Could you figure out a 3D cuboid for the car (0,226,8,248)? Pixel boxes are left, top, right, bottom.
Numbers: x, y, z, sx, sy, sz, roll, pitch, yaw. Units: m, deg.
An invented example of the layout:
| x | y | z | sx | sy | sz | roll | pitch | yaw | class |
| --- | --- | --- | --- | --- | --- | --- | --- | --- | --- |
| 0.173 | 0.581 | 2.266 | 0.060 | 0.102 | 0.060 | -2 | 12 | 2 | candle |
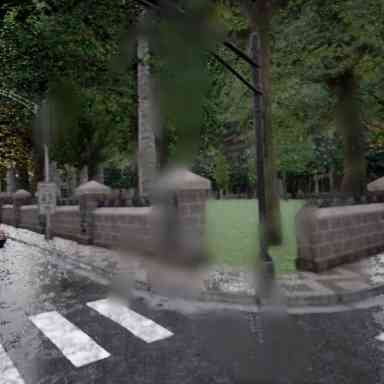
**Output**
| x | y | z | sx | sy | sz | roll | pitch | yaw | class |
| --- | --- | --- | --- | --- | --- | --- | --- | --- | --- |
| -10.631 | 2.053 | 16.591 | 2.033 | 1.411 | 5.357 | -1 | -1 | -39 | car |
